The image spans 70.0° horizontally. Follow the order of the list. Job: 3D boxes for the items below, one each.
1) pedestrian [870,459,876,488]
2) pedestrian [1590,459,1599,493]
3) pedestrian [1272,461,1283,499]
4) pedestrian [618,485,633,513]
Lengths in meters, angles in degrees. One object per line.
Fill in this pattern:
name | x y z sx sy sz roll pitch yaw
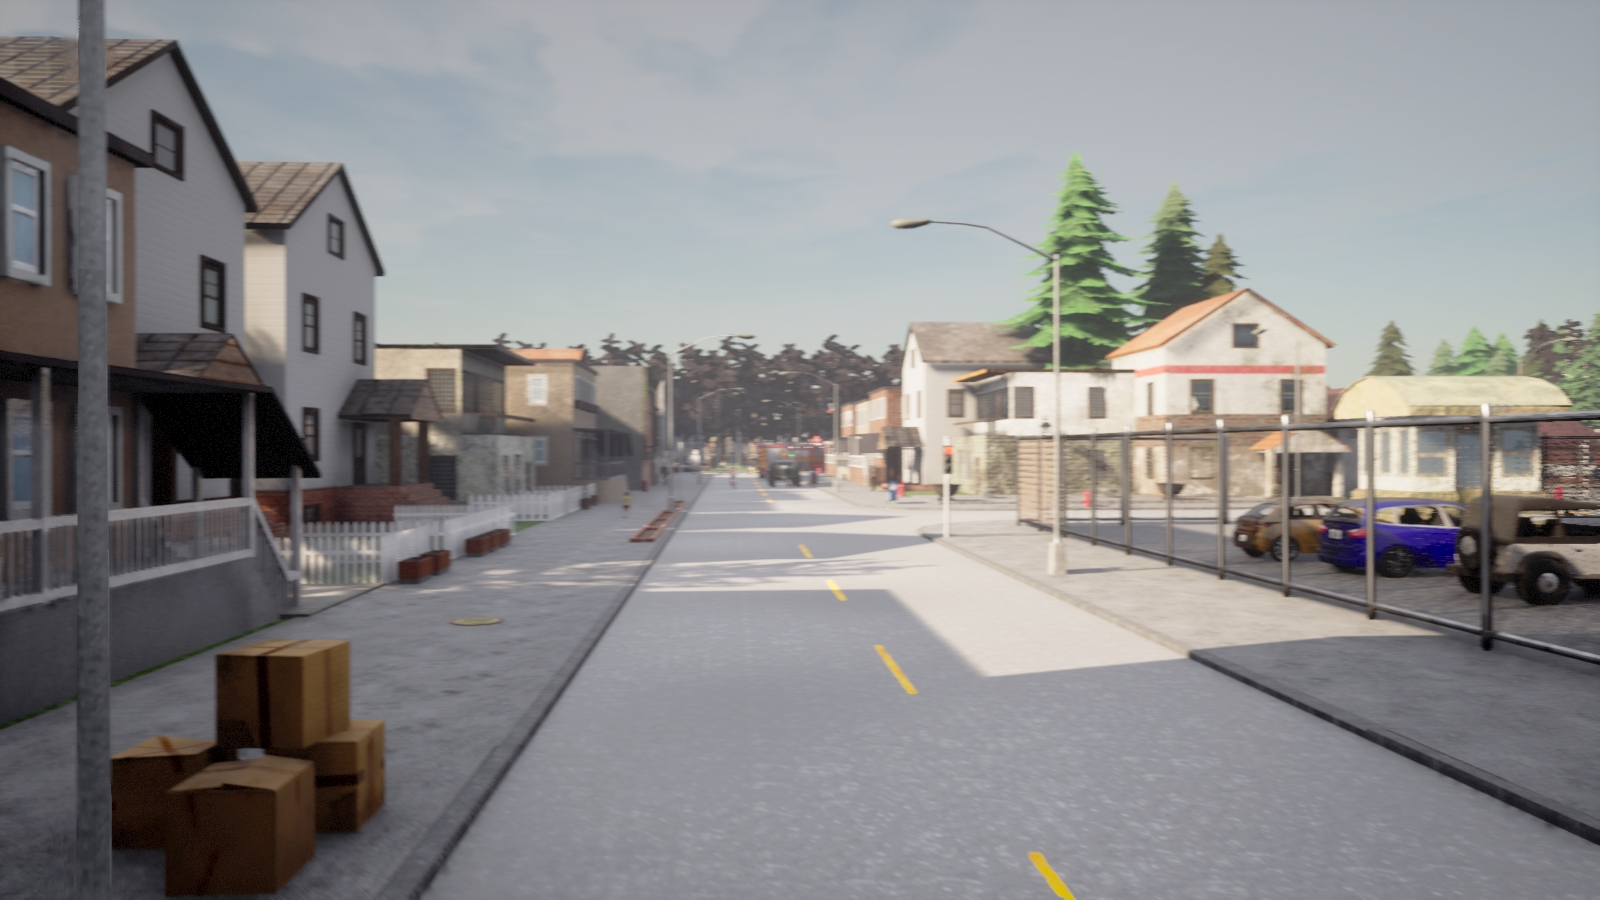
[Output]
pedestrian | 4.697 1.516 73.389 0.375 1.860 0.375 0 0 3
pedestrian | 43.134 1.418 61.968 0.375 1.860 0.375 0 0 -40
pedestrian | 23.483 1.468 56.199 0.375 1.860 0.375 0 0 1
pedestrian | -6.881 1.925 45.136 0.500 1.100 0.500 0 0 0
